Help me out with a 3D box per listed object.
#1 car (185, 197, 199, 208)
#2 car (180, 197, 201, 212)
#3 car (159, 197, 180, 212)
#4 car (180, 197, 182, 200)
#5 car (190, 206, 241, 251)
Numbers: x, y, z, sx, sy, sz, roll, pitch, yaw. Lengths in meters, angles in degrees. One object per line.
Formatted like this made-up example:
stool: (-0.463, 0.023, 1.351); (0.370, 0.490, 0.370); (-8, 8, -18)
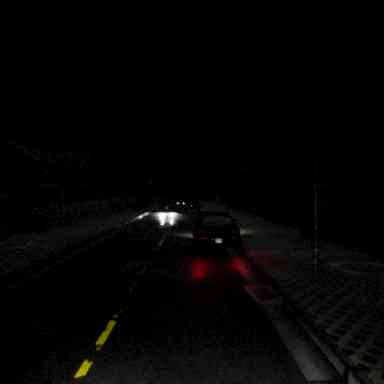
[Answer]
car: (-0.047, 1.637, 52.162); (2.128, 1.511, 4.902); (0, 0, 0)
car: (0.023, 1.635, 40.411); (2.033, 1.411, 5.357); (0, 0, 1)
car: (-2.879, 1.578, 40.208); (2.128, 1.511, 4.902); (0, 0, 0)
car: (-2.833, 2.076, 89.173); (1.895, 1.301, 4.718); (0, -1, 0)
car: (0.951, 1.557, 14.143); (1.812, 1.442, 4.674); (0, 0, 0)
